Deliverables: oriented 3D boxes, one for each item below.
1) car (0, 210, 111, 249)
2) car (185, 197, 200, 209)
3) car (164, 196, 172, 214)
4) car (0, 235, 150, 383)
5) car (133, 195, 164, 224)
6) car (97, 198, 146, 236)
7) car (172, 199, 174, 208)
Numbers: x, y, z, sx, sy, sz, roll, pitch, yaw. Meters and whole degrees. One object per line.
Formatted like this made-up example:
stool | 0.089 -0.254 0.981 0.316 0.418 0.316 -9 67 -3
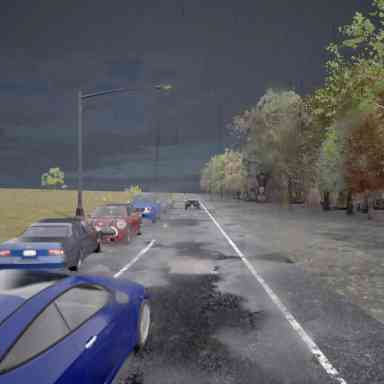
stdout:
car | -4.194 1.550 10.706 2.033 1.411 5.357 0 0 -4
car | 0.046 1.501 44.330 1.837 1.490 4.892 0 0 0
car | -3.605 1.351 35.273 2.097 1.767 4.553 0 0 0
car | -1.743 1.526 3.358 1.812 1.442 4.674 0 0 6
car | -3.612 1.223 25.268 2.150 2.045 5.566 0 0 -1
car | -3.681 1.353 15.614 2.097 1.767 4.553 0 0 1
car | -3.607 1.347 45.280 2.097 1.767 4.553 0 0 0
